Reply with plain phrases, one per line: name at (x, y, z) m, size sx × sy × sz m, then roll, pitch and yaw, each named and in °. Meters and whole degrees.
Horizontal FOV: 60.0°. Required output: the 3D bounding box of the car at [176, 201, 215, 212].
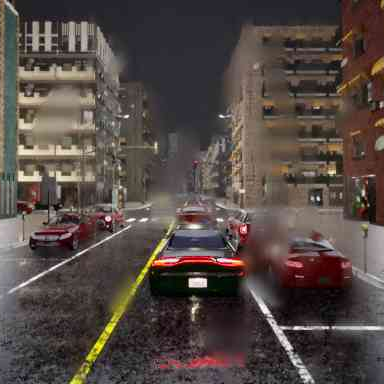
car at (0.125, 1.482, 19.036) m, size 1.882 × 1.535 × 5.008 m, roll 0°, pitch 0°, yaw 0°

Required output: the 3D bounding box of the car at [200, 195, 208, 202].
car at (2.833, 1.557, 80.594) m, size 1.887 × 1.381 × 4.507 m, roll 1°, pitch 0°, yaw 0°

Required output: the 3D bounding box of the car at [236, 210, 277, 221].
car at (2.620, 1.444, 14.141) m, size 1.967 × 1.590 × 4.097 m, roll 1°, pitch 0°, yaw 0°

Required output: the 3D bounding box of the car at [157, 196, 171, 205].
car at (-5.121, 1.536, 57.736) m, size 1.752 × 1.417 × 4.829 m, roll 1°, pitch 0°, yaw 0°

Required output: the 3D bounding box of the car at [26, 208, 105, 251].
car at (-5.267, 1.585, 14.144) m, size 1.802 × 1.307 × 4.206 m, roll 1°, pitch 0°, yaw 0°

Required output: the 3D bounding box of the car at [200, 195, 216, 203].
car at (2.741, 1.560, 52.240) m, size 2.008 × 1.369 × 4.403 m, roll 1°, pitch 0°, yaw 0°

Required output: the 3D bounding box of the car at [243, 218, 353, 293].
car at (2.600, 1.584, 8.592) m, size 1.802 × 1.307 × 4.206 m, roll 1°, pitch 0°, yaw 0°

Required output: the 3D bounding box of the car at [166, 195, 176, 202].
car at (-5.048, 1.557, 80.590) m, size 1.887 × 1.381 × 4.507 m, roll 1°, pitch 0°, yaw 0°

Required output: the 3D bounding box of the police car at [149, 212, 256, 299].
police car at (0.124, 1.507, 8.575) m, size 2.038 × 1.542 × 4.974 m, roll 0°, pitch 0°, yaw 0°

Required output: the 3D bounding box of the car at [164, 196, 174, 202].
car at (-5.066, 1.578, 74.919) m, size 1.947 × 1.339 × 4.313 m, roll 1°, pitch 0°, yaw 0°

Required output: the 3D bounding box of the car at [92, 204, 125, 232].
car at (-5.251, 1.445, 19.693) m, size 1.967 × 1.590 × 4.097 m, roll 1°, pitch 0°, yaw 0°

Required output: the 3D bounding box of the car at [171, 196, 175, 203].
car at (-5.085, 1.537, 69.078) m, size 1.752 × 1.417 × 4.829 m, roll 1°, pitch 0°, yaw 0°

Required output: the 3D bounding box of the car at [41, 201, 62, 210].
car at (-17.499, 1.591, 39.120) m, size 4.313 × 1.339 × 1.947 m, roll 0°, pitch -1°, yaw 0°

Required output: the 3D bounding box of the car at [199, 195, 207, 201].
car at (2.851, 1.564, 86.265) m, size 2.008 × 1.369 × 4.403 m, roll 1°, pitch 0°, yaw 0°

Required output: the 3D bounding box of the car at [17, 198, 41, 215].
car at (-17.463, 1.241, 31.244) m, size 5.009 × 1.841 × 2.192 m, roll 0°, pitch -1°, yaw 0°
